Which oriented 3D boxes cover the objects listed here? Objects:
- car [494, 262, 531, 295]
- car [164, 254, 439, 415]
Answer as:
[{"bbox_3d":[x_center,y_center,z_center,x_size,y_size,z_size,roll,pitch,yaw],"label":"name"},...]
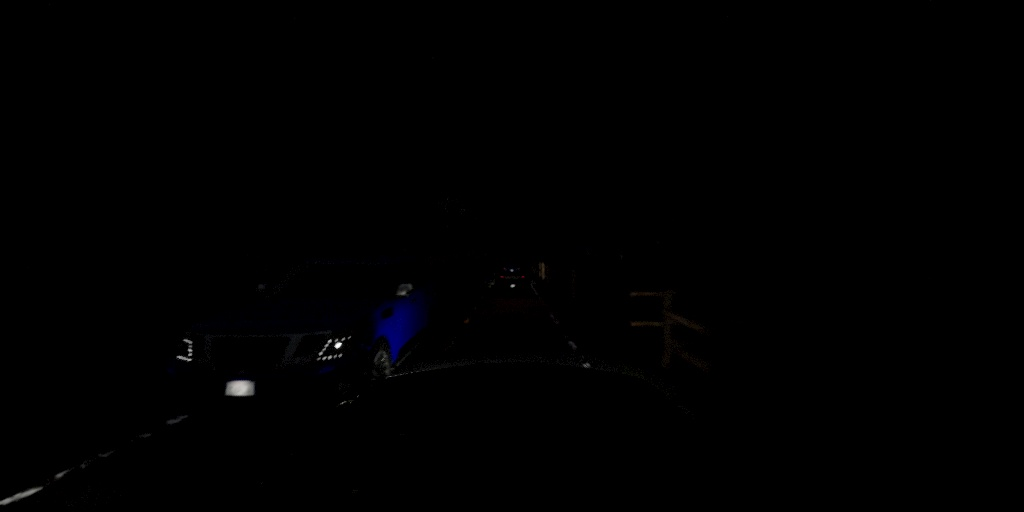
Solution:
[{"bbox_3d":[0.032,1.258,20.030,2.128,1.511,4.902,0,0,0],"label":"car"},{"bbox_3d":[-2.776,0.988,6.385,2.150,2.045,5.566,0,0,-1],"label":"car"}]
